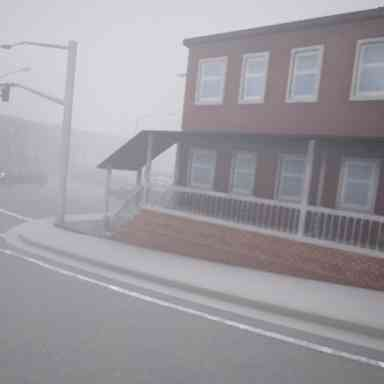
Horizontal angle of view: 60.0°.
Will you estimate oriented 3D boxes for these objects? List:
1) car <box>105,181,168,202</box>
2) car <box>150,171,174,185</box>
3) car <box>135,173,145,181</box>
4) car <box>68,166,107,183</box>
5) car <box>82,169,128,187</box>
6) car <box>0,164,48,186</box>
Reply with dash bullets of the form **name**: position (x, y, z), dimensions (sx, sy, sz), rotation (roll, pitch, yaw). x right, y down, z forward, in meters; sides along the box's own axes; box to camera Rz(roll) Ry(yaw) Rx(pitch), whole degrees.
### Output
- **car**: position (-4.440, 0.076, 27.285), dimensions (1.895, 1.301, 4.718), rotation (9, 5, 36)
- **car**: position (-3.381, -1.642, 46.778), dimensions (2.150, 2.045, 5.566), rotation (9, 5, 36)
- **car**: position (-5.887, -2.086, 49.237), dimensions (2.150, 2.045, 5.566), rotation (9, 5, 36)
- **car**: position (-12.166, -2.094, 40.538), dimensions (2.150, 2.045, 5.566), rotation (9, 5, 36)
- **car**: position (-9.547, -1.382, 38.291), dimensions (2.128, 1.511, 4.902), rotation (9, 5, 35)
- **car**: position (-15.472, -1.525, 30.008), dimensions (2.097, 1.767, 4.553), rotation (9, 5, 35)
